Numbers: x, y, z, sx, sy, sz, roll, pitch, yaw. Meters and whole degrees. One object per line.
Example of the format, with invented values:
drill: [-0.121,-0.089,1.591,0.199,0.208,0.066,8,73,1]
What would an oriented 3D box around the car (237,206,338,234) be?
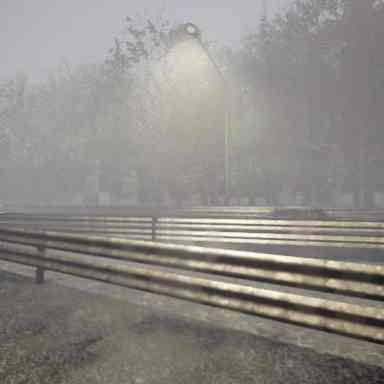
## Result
car: [4.730,1.549,16.840,4.856,1.649,2.033,-1,0,20]
